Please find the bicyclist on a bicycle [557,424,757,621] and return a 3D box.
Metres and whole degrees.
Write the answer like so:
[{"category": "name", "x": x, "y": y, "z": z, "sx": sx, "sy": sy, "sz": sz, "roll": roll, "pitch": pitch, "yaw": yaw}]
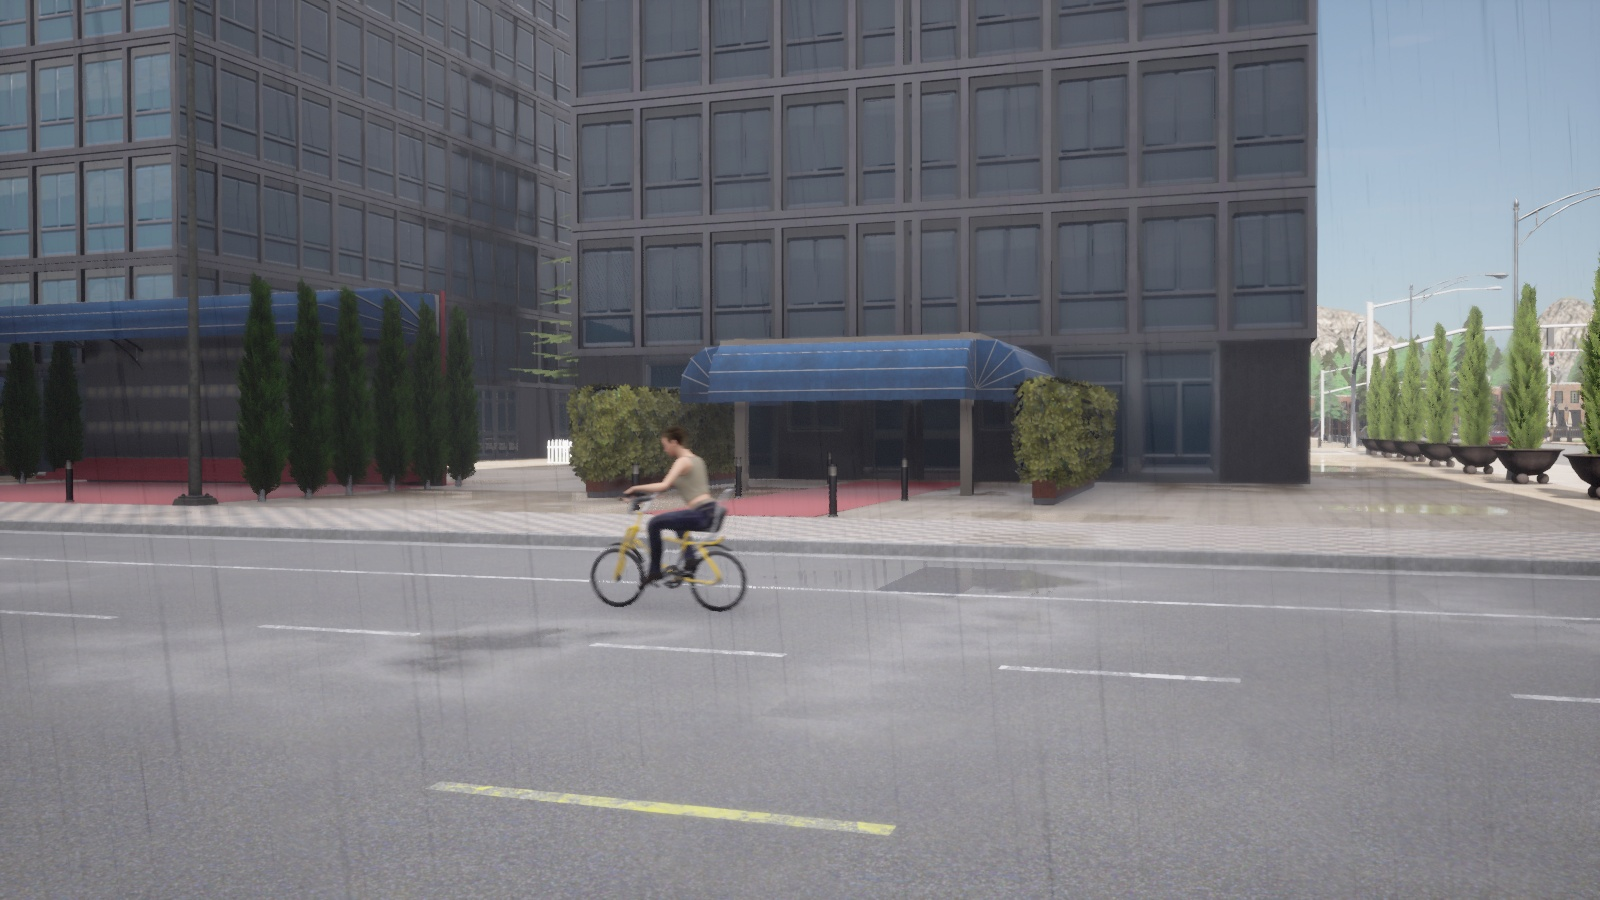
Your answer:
[{"category": "bicyclist on a bicycle", "x": -1.235, "y": 0.583, "z": 10.959, "sx": 1.509, "sy": 1.612, "sz": 0.866, "roll": 1, "pitch": 1, "yaw": 19}]
